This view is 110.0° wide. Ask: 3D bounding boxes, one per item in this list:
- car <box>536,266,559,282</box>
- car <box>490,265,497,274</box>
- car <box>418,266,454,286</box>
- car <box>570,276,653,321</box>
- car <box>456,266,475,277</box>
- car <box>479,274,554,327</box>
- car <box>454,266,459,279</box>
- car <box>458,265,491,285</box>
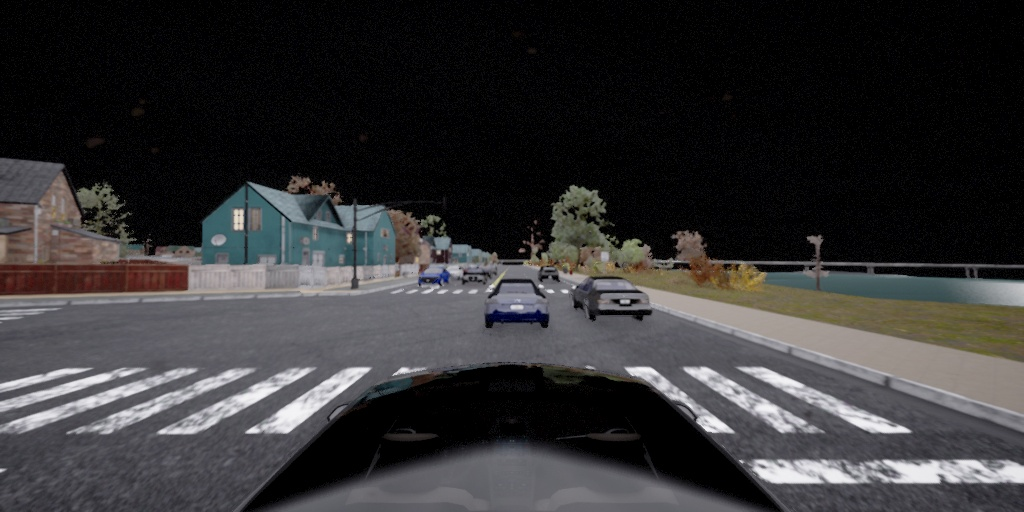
[{"bbox_3d":[3.509,1.741,35.294,1.837,1.490,4.892,0,-1,0],"label":"car"},{"bbox_3d":[-3.133,1.941,41.269,1.895,1.301,4.718,0,-1,1],"label":"car"},{"bbox_3d":[-6.452,1.657,30.206,1.882,1.535,5.008,0,-1,1],"label":"car"},{"bbox_3d":[3.408,1.457,13.275,2.033,1.411,5.357,0,-1,0],"label":"car"},{"bbox_3d":[-6.297,2.061,48.642,1.895,1.301,4.718,0,-1,1],"label":"car"},{"bbox_3d":[0.155,1.464,12.236,1.994,1.385,4.181,0,-1,0],"label":"car"},{"bbox_3d":[-6.397,1.844,39.389,1.812,1.442,4.674,0,-1,1],"label":"car"},{"bbox_3d":[-3.187,1.756,31.453,1.994,1.385,4.181,0,-1,1],"label":"car"}]
